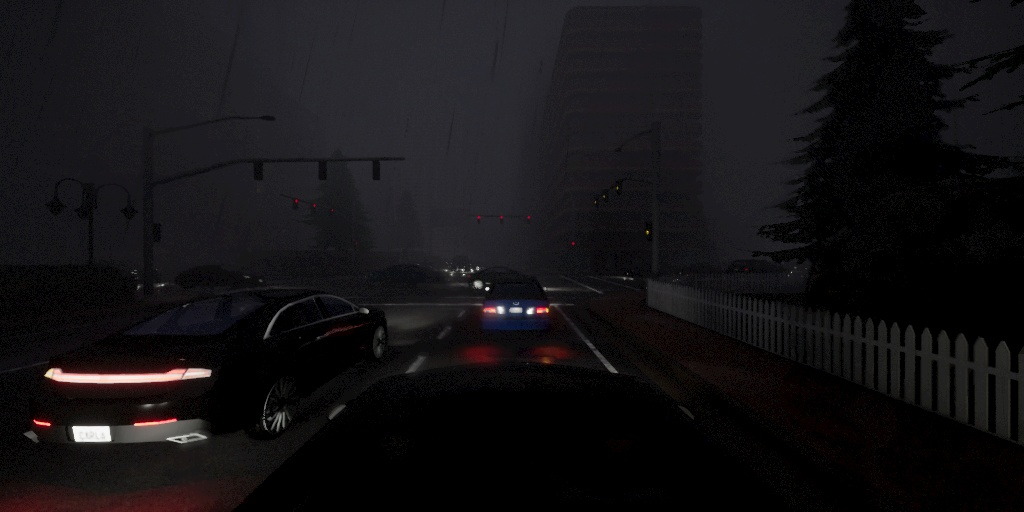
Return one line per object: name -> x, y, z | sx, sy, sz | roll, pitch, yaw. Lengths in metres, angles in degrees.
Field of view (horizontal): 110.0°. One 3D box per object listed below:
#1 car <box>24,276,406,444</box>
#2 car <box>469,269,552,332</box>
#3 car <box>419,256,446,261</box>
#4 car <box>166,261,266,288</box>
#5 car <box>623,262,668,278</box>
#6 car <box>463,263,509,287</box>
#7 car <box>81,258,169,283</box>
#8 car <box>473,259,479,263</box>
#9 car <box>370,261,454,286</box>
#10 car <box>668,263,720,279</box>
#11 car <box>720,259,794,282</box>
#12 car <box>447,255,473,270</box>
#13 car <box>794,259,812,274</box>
car -> -3.427, 1.241, 5.359 | 2.128, 1.511, 4.902 | 0, 0, 0
car -> 0.122, 1.296, 10.772 | 2.033, 1.411, 5.357 | 0, 0, 1
car -> -10.530, 0.967, 45.944 | 2.150, 2.045, 5.566 | 0, 0, 2
car -> -17.264, 1.219, 21.325 | 4.674, 1.442, 1.812 | 0, 0, 0
car -> 13.154, 1.239, 33.374 | 5.357, 1.411, 2.033 | 0, 0, -13
car -> -0.563, 1.298, 21.435 | 4.181, 1.385, 1.994 | 0, 0, 0
car -> -27.142, 1.044, 24.765 | 4.553, 1.767, 2.097 | 0, 0, 0
car -> -7.026, 1.249, 58.914 | 1.837, 1.490, 4.892 | 0, 0, 0
car -> -7.059, 1.283, 24.896 | 5.357, 1.411, 2.033 | 0, 0, 0
car -> 15.888, 1.255, 30.549 | 4.181, 1.385, 1.994 | 0, 0, -20
car -> 18.877, 1.044, 27.649 | 4.553, 1.767, 2.097 | 0, 0, -19
car -> -7.059, 0.966, 49.103 | 2.150, 2.045, 5.566 | 0, 0, 0
car -> 32.357, 0.912, 40.552 | 2.150, 2.045, 5.566 | 0, 0, 43
